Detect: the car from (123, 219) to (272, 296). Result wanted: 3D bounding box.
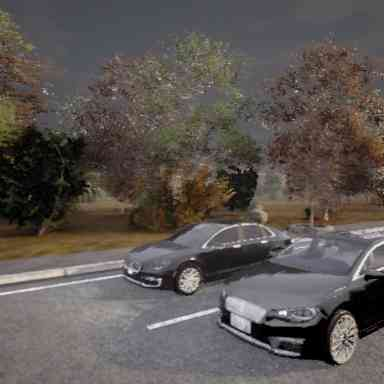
[{"bbox_3d":[0.623,1.506,8.735,4.892,1.490,1.837,0,0,-35],"label":"car"}]

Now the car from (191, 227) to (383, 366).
[{"bbox_3d":[2.644,1.492,5.879,4.902,1.511,2.128,0,0,-35],"label":"car"}]
